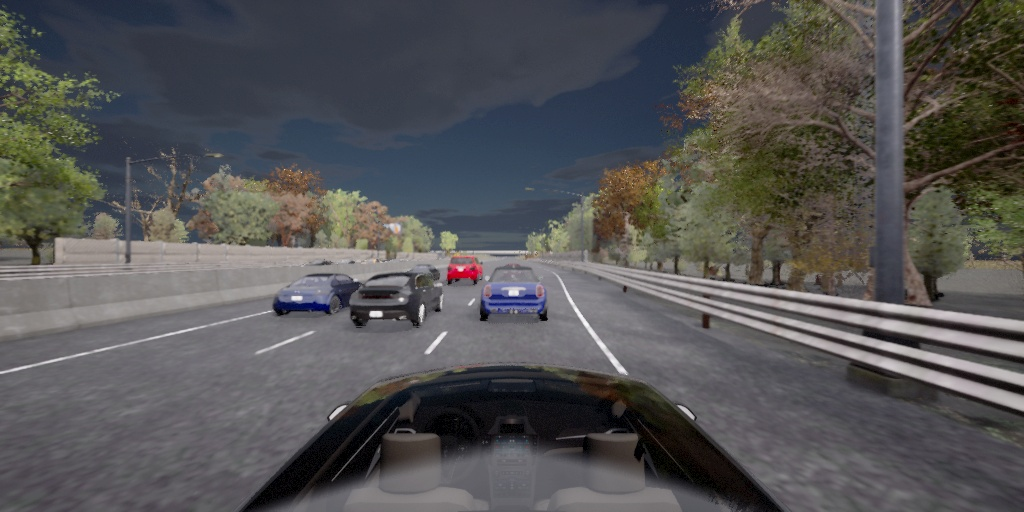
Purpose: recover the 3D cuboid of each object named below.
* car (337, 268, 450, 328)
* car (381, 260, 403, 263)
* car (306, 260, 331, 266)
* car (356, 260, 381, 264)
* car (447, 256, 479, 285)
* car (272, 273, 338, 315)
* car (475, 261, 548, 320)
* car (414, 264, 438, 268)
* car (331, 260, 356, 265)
[{"bbox_3d":[-3.439,1.262,11.515,1.837,1.490,4.892,0,-1,0],"label":"car"},{"bbox_3d":[-17.577,1.313,54.184,1.882,1.535,5.008,0,0,0],"label":"car"},{"bbox_3d":[-28.071,1.307,52.425,1.882,1.535,5.008,0,0,0],"label":"car"},{"bbox_3d":[-21.072,1.312,53.913,1.882,1.535,5.008,0,0,0],"label":"car"},{"bbox_3d":[-3.445,1.006,26.882,2.150,2.045,5.566,0,0,0],"label":"car"},{"bbox_3d":[-6.930,1.326,13.570,1.994,1.385,4.181,0,0,0],"label":"car"},{"bbox_3d":[0.065,1.113,12.761,2.097,1.767,4.553,0,0,0],"label":"car"},{"bbox_3d":[-6.936,1.348,28.626,1.994,1.385,4.181,0,0,0],"label":"car"},{"bbox_3d":[-24.568,1.358,53.621,1.812,1.442,4.674,0,0,0],"label":"car"}]
